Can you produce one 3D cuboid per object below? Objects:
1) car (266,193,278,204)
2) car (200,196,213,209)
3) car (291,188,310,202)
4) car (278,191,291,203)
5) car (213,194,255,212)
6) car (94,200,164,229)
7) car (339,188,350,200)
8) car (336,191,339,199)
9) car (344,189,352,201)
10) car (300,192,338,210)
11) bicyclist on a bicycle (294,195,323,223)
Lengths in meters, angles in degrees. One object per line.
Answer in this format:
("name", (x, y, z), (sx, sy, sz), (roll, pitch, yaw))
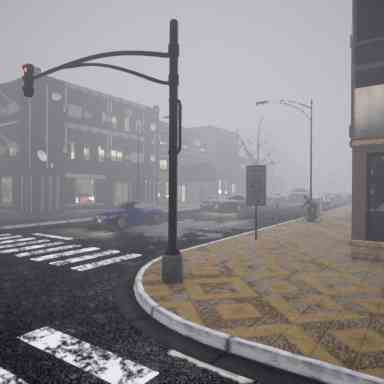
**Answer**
("car", (8.917, 0.821, 42.589), (1.887, 1.381, 4.507), (2, 2, 35))
("car", (2.440, 1.011, 33.345), (2.008, 1.369, 4.403), (2, 2, 35))
("car", (15.408, 0.404, 47.157), (2.150, 2.045, 5.566), (1, 1, 35))
("car", (12.158, 0.766, 47.209), (1.802, 1.307, 4.206), (2, 2, 35))
("car", (4.341, 0.970, 31.331), (1.882, 1.535, 5.008), (1, 1, 35))
("car", (-3.609, 1.247, 19.848), (1.812, 1.442, 4.674), (1, 1, 37))
("car", (24.271, 0.571, 54.515), (2.033, 1.411, 5.357), (1, 1, 36))
("car", (18.587, 0.788, 46.281), (1.895, 1.301, 4.718), (1, 1, 35))
("car", (25.469, 0.618, 51.649), (1.887, 1.381, 4.507), (2, 2, 35))
("car", (12.701, 0.993, 33.035), (2.008, 1.369, 4.403), (2, 2, 35))
("bicyclist on a bicycle", (6.821, 1.003, 19.567), (1.656, 1.620, 0.582), (0, 1, 35))
